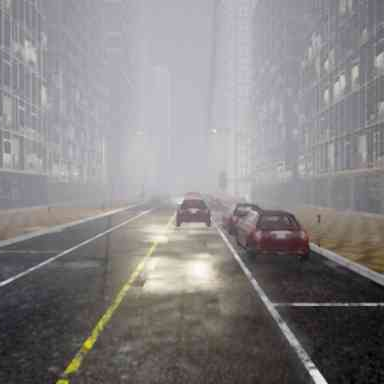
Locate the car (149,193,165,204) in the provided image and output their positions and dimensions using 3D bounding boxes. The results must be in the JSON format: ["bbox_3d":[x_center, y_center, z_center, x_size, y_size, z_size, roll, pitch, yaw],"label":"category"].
[{"bbox_3d":[-5.692,1.100,51.829,1.887,1.381,4.507,0,1,0],"label":"car"}]

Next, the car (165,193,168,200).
[{"bbox_3d":[-5.692,1.084,57.523,1.802,1.307,4.206,0,1,0],"label":"car"}]

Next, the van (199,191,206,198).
[{"bbox_3d":[2.687,0.567,85.974,1.690,1.788,3.998,0,1,0],"label":"van"}]

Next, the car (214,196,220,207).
[{"bbox_3d":[2.689,1.204,40.439,1.887,1.381,4.507,0,1,0],"label":"car"}]

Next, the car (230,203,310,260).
[{"bbox_3d":[2.691,1.341,11.977,1.967,1.590,4.097,0,0,0],"label":"car"}]

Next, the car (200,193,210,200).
[{"bbox_3d":[2.688,0.959,68.899,1.947,1.339,4.313,0,1,0],"label":"car"}]

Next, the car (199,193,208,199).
[{"bbox_3d":[2.687,0.848,80.283,1.947,1.339,4.313,0,1,0],"label":"car"}]

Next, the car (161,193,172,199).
[{"bbox_3d":[-5.694,0.904,74.599,1.947,1.339,4.313,0,1,0],"label":"car"}]

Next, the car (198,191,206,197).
[{"bbox_3d":[2.687,0.608,91.666,1.967,1.590,4.097,0,1,0],"label":"car"}]

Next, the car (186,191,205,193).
[{"bbox_3d":[0.095,0.884,40.243,2.150,2.045,5.566,0,1,0],"label":"car"}]

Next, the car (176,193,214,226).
[{"bbox_3d":[0.098,1.173,21.722,2.097,1.767,4.553,0,0,0],"label":"car"}]

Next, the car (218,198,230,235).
[{"bbox_3d":[2.690,1.294,17.669,1.967,1.590,4.097,0,0,0],"label":"car"}]

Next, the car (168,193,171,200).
[{"bbox_3d":[-5.693,0.938,68.907,1.887,1.381,4.507,0,1,0],"label":"car"}]
